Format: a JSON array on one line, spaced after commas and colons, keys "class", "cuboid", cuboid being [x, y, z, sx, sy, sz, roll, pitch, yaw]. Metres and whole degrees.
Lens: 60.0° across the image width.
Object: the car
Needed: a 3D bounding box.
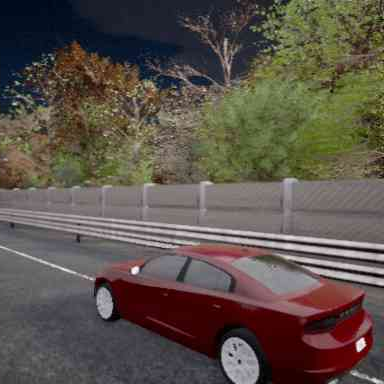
[{"class": "car", "cuboid": [0.190, 1.620, 5.604, 5.008, 1.535, 1.882, 0, -2, 45]}]
